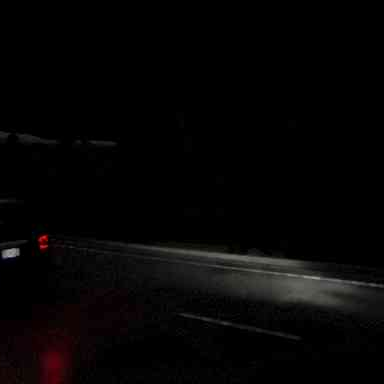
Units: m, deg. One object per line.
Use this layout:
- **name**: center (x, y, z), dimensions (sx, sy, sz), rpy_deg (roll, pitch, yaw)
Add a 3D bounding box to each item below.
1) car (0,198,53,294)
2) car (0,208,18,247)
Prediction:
- **car**: center (-5.443, 1.159, 7.205), dimensions (5.566, 2.045, 2.150), rpy_deg (0, 1, 31)
- **car**: center (-9.484, 1.400, 14.025), dimensions (4.674, 1.442, 1.812), rpy_deg (0, 1, 34)
